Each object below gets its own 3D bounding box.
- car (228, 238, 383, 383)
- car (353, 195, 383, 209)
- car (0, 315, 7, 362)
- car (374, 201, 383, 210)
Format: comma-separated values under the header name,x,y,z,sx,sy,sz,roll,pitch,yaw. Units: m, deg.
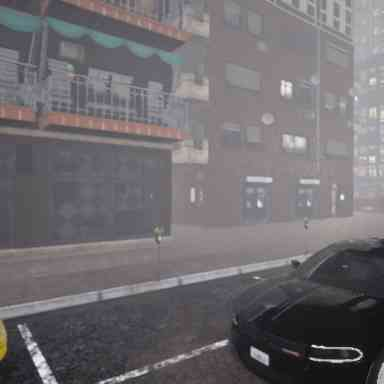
name,x,y,z,sx,sy,sz,roll,pitch,yaw
car,2.767,1.493,5.008,5.008,1.535,1.882,0,0,-35
car,21.394,1.229,40.354,2.192,1.841,5.009,1,0,-36
car,-4.426,1.520,2.942,4.829,1.417,1.752,0,0,-35
car,9.512,1.361,12.835,5.009,1.841,2.192,0,0,-35
